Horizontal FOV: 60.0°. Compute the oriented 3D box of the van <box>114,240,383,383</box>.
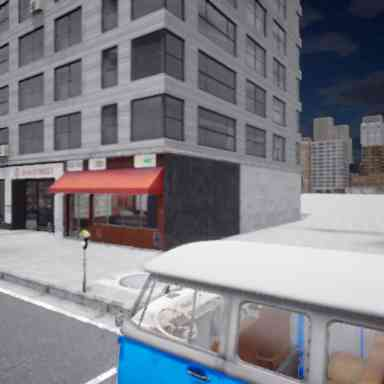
[{"bbox_3d":[1.207,1.341,2.216,3.998,1.788,1.690,0,0,35],"label":"van"}]
